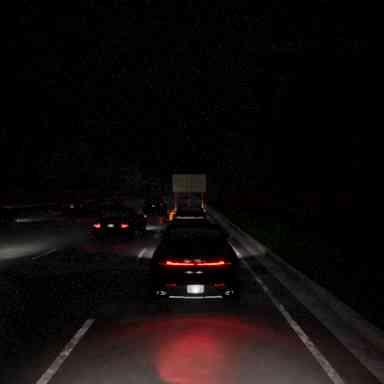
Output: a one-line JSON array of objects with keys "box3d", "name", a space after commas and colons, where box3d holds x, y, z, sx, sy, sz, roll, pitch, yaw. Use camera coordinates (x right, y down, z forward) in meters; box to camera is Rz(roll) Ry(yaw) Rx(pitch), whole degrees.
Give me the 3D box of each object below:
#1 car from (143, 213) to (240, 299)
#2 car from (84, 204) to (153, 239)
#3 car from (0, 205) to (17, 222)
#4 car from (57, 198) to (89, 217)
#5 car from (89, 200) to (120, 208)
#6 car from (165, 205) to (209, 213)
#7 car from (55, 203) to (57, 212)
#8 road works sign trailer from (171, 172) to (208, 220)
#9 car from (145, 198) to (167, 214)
[{"box3d": [0.045, 1.505, 8.427, 1.837, 1.490, 4.892, 0, 0, 0], "name": "car"}, {"box3d": [-3.539, 1.546, 17.162, 2.033, 1.411, 5.357, 0, 0, 1], "name": "car"}, {"box3d": [-14.082, 1.526, 23.167, 1.812, 1.442, 4.674, 0, 0, -1], "name": "car"}, {"box3d": [-10.657, 1.351, 31.614, 2.097, 1.767, 4.553, 0, 0, -1], "name": "car"}, {"box3d": [-7.135, 1.477, 29.109, 1.882, 1.535, 5.008, 0, 0, -1], "name": "car"}, {"box3d": [-0.073, 1.488, 18.817, 2.128, 1.511, 4.902, 0, 0, 1], "name": "car"}, {"box3d": [-14.220, 1.503, 38.445, 1.837, 1.490, 4.892, 0, 0, -1], "name": "car"}, {"box3d": [-0.191, 0.464, 22.687, 2.380, 3.560, 2.880, 0, 0, -3], "name": "road works sign trailer"}, {"box3d": [-3.680, 1.351, 33.685, 2.097, 1.767, 4.553, 0, 0, -1], "name": "car"}]
